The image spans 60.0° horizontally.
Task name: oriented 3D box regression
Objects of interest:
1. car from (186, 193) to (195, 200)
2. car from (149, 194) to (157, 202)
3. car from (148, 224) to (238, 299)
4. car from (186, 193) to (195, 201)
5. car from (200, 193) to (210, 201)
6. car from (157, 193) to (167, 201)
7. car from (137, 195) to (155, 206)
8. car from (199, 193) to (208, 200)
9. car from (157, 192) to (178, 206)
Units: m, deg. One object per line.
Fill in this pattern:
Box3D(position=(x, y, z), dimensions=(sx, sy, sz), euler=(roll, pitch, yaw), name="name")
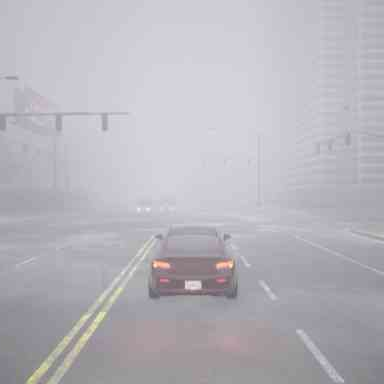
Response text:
Box3D(position=(-0.402, 1.057, 88.387), dimensions=(2.097, 1.767, 4.553), euler=(0, 0, 0), name="car")
Box3D(position=(-7.319, 1.429, 66.970), dimensions=(1.812, 1.442, 4.674), euler=(0, 0, 0), name="car")
Box3D(position=(0.028, 1.514, 8.307), dimensions=(1.812, 1.442, 4.674), euler=(0, 0, 0), name="car")
Box3D(position=(-0.356, 1.471, 78.482), dimensions=(1.895, 1.301, 4.718), euler=(0, 0, 0), name="car")
Box3D(position=(3.146, 1.403, 78.116), dimensions=(2.128, 1.511, 4.902), euler=(0, 0, 0), name="car")
Box3D(position=(-7.373, 1.221, 82.109), dimensions=(2.097, 1.767, 4.553), euler=(0, 0, 0), name="car")
Box3D(position=(-7.316, 1.526, 51.568), dimensions=(1.895, 1.301, 4.718), euler=(0, 0, 0), name="car")
Box3D(position=(3.098, 1.057, 88.403), dimensions=(2.097, 1.767, 4.553), euler=(0, 0, 0), name="car")
Box3D(position=(-3.817, 1.146, 52.537), dimensions=(2.150, 2.045, 5.566), euler=(0, 0, 0), name="car")
